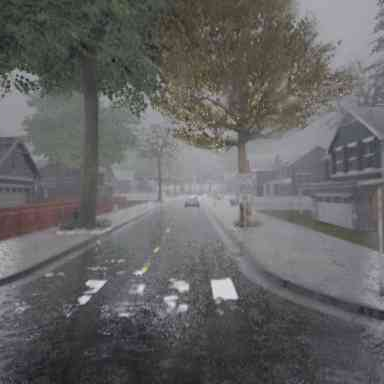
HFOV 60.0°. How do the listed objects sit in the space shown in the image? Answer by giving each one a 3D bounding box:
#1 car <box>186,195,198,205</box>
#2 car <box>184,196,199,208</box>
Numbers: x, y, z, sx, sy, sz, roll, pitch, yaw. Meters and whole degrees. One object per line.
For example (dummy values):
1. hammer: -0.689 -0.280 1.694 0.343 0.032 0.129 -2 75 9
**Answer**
1. car: -0.018 1.333 55.366 1.812 1.442 4.674 -1 0 0
2. car: -0.017 1.409 45.361 1.994 1.385 4.181 -1 0 0
